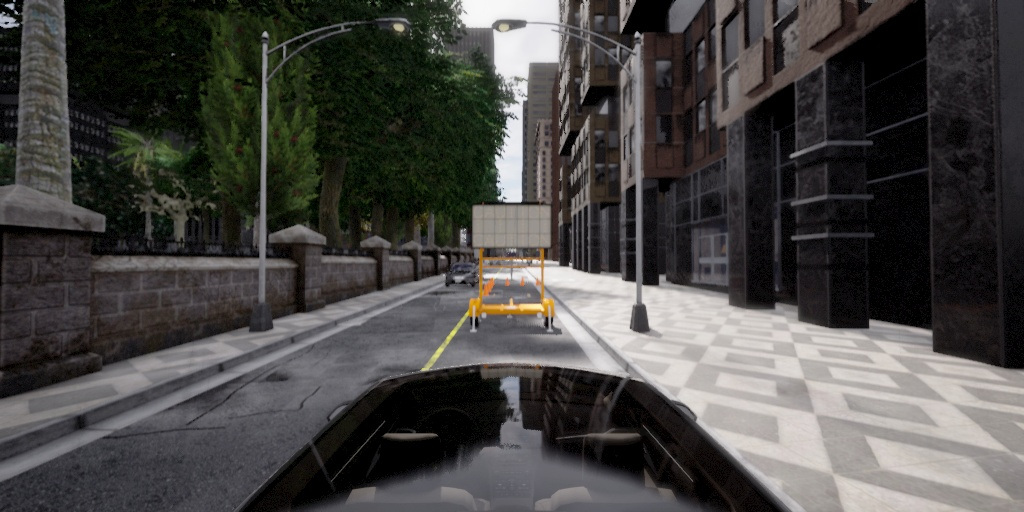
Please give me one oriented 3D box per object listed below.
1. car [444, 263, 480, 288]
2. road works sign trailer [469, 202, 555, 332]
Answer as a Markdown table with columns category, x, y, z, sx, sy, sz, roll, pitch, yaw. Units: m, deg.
| category | x | y | z | sx | sy | sz | roll | pitch | yaw |
| --- | --- | --- | --- | --- | --- | --- | --- | --- | --- |
| car | -3.124 | 1.188 | 23.311 | 2.128 | 1.511 | 4.902 | 0 | 0 | 0 |
| road works sign trailer | -0.009 | 0.189 | 10.758 | 2.380 | 3.560 | 2.880 | 0 | 0 | 0 |
